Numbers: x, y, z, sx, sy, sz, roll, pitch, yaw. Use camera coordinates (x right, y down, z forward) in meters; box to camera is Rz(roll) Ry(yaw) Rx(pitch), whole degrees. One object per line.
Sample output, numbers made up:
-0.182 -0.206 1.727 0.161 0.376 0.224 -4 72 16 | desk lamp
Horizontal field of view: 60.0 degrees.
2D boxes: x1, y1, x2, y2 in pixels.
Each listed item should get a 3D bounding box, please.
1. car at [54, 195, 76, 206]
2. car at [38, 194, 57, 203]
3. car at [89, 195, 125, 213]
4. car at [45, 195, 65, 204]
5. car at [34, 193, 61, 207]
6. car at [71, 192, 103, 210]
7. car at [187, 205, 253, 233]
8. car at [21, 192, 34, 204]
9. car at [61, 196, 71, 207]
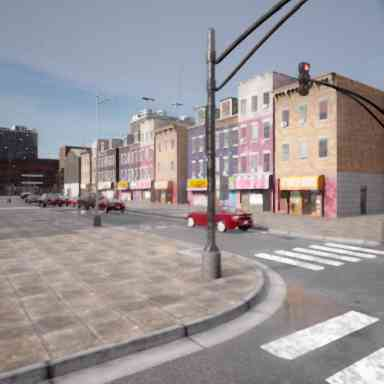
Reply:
-17.371 1.128 45.299 1.802 1.307 4.206 0 0 -35 | car
-23.642 1.006 54.184 2.008 1.369 4.403 0 0 -35 | car
-7.965 1.237 31.973 1.887 1.381 4.507 0 0 -35 | car
-20.507 1.082 49.742 1.802 1.307 4.206 0 0 -35 | car
-17.714 0.930 41.283 2.097 1.767 4.553 0 1 -35 | car
-11.097 0.957 36.414 2.192 1.841 5.009 0 0 -35 | car
1.442 1.395 18.647 1.887 1.381 4.507 1 0 -35 | car
-23.573 1.040 49.502 2.033 1.411 5.357 0 1 -35 | car
-14.236 1.175 40.858 1.802 1.307 4.206 0 0 -35 | car
